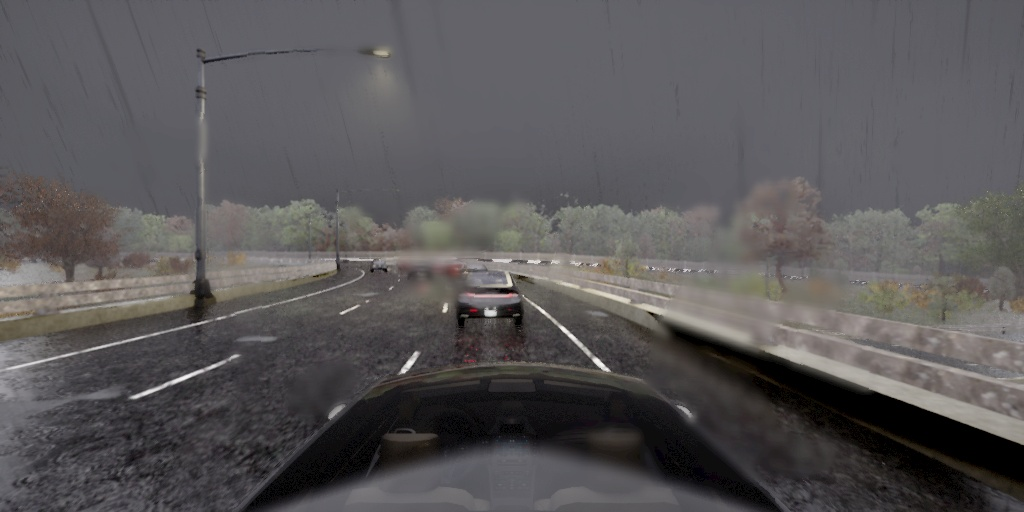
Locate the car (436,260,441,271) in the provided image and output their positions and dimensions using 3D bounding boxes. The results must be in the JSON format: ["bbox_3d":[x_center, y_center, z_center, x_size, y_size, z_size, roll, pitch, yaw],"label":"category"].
[{"bbox_3d":[-9.669,1.254,46.045,1.994,1.385,4.181,0,0,-23],"label":"car"}]

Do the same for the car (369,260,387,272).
[{"bbox_3d":[-16.701,1.244,44.778,2.033,1.411,5.357,0,0,-24],"label":"car"}]

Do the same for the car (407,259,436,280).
[{"bbox_3d":[-7.749,1.218,30.502,1.837,1.490,4.892,0,0,-15],"label":"car"}]

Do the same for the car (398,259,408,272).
[{"bbox_3d":[-13.390,1.171,45.875,1.882,1.535,5.008,0,0,-23],"label":"car"}]

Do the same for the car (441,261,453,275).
[{"bbox_3d":[-5.396,1.182,34.710,1.882,1.535,5.008,0,0,-17],"label":"car"}]

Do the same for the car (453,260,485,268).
[{"bbox_3d":[-2.437,1.211,22.889,2.128,1.511,4.902,0,0,-11],"label":"car"}]

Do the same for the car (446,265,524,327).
[{"bbox_3d":[-0.739,1.228,11.494,2.128,1.511,4.902,0,0,-5],"label":"car"}]
